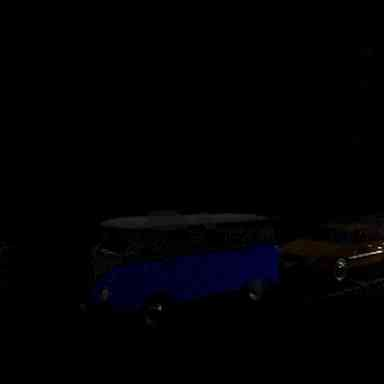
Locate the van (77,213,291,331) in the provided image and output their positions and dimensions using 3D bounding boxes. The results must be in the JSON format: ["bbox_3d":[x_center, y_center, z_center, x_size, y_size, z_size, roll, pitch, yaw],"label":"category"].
[{"bbox_3d":[-0.066,1.341,6.592,3.998,1.788,1.690,0,0,-35],"label":"van"}]

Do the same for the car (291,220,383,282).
[{"bbox_3d":[4.395,1.527,9.752,4.829,1.417,1.752,0,0,-35],"label":"car"}]
